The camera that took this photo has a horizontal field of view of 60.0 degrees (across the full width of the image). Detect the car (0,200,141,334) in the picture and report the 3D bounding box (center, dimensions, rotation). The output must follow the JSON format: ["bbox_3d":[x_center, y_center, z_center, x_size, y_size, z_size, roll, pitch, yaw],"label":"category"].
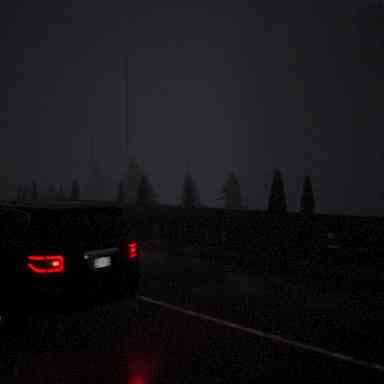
[{"bbox_3d":[-3.446,1.175,6.978,5.566,2.045,2.150,1,0,41],"label":"car"}]
